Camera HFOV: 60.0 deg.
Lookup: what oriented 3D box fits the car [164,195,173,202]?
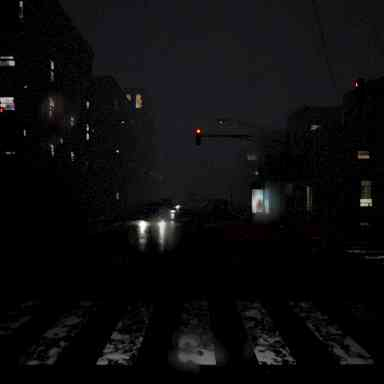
[{"bbox_3d":[-5.846,1.592,82.904,1.752,1.417,4.829,-1,0,0],"label":"car"}]

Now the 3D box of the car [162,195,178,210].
[{"bbox_3d":[-3.173,1.520,42.339,1.837,1.490,4.892,0,0,0],"label":"car"}]

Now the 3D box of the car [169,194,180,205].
[{"bbox_3d":[-3.168,1.507,57.759,1.882,1.535,5.008,0,0,0],"label":"car"}]

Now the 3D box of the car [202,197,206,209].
[{"bbox_3d":[2.607,1.597,43.225,1.802,1.307,4.206,0,0,0],"label":"car"}]

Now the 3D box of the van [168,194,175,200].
[{"bbox_3d":[-5.868,1.430,94.468,1.690,1.788,3.998,-1,0,0],"label":"van"}]

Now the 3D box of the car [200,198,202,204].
[{"bbox_3d":[2.597,1.571,48.923,2.008,1.369,4.403,0,0,0],"label":"car"}]

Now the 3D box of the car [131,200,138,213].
[{"bbox_3d":[-5.763,1.561,37.501,2.008,1.369,4.403,0,0,0],"label":"car"}]

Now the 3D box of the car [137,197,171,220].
[{"bbox_3d":[-3.150,1.481,28.509,1.882,1.535,5.008,0,0,0],"label":"car"}]

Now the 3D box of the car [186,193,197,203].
[{"bbox_3d":[-0.037,1.269,70.640,2.150,2.045,5.566,0,0,0],"label":"car"}]

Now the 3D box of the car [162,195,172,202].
[{"bbox_3d":[-5.837,1.497,77.377,1.967,1.590,4.097,0,0,0],"label":"car"}]

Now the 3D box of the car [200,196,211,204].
[{"bbox_3d":[2.566,1.591,66.012,2.008,1.369,4.403,-1,0,0],"label":"car"}]

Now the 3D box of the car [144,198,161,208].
[{"bbox_3d":[-5.784,1.571,48.895,2.008,1.369,4.403,0,0,0],"label":"car"}]

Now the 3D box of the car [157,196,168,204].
[{"bbox_3d":[-5.814,1.565,65.815,1.752,1.417,4.829,0,0,0],"label":"car"}]

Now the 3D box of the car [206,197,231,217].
[{"bbox_3d":[2.627,1.446,31.832,1.967,1.590,4.097,0,0,0],"label":"car"}]

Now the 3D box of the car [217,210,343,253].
[{"bbox_3d":[3.681,1.613,13.841,4.718,1.301,1.895,0,1,28],"label":"car"}]
